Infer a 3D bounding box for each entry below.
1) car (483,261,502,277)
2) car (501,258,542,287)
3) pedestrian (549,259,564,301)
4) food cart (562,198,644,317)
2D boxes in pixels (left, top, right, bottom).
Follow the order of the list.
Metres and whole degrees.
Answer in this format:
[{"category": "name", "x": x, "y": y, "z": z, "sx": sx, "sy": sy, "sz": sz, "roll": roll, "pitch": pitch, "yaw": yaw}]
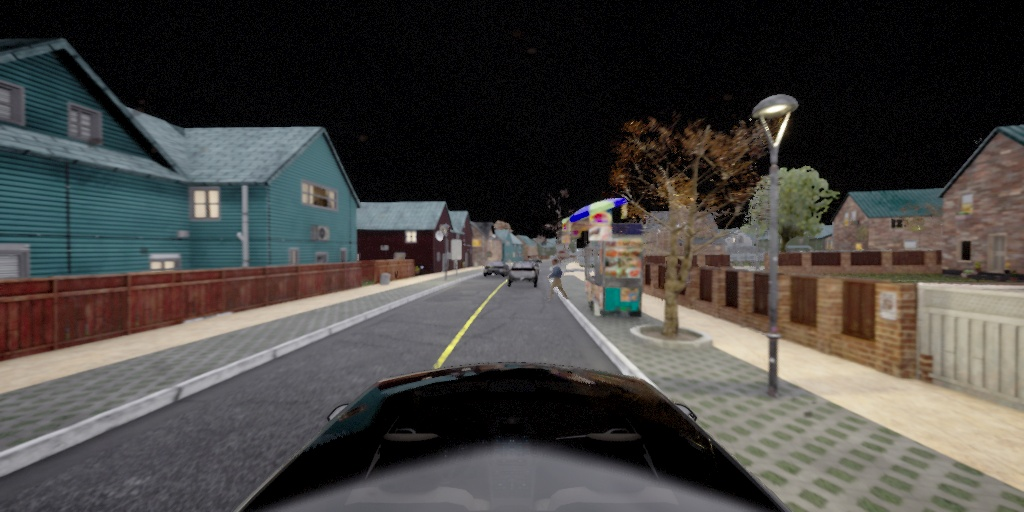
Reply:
[{"category": "car", "x": -1.358, "y": 1.113, "z": 32.005, "sx": 2.033, "sy": 1.411, "sz": 5.357, "roll": 0, "pitch": 0, "yaw": 4}, {"category": "car", "x": 0.780, "y": 1.115, "z": 23.480, "sx": 2.128, "sy": 1.511, "sz": 4.902, "roll": 0, "pitch": 0, "yaw": 5}, {"category": "pedestrian", "x": 1.805, "y": 0.971, "z": 14.605, "sx": 0.375, "sy": 1.860, "sz": 0.375, "roll": -1, "pitch": 1, "yaw": 3}, {"category": "food cart", "x": 3.187, "y": 0.160, "z": 12.127, "sx": 2.280, "sy": 3.560, "sz": 4.660, "roll": 0, "pitch": 0, "yaw": 2}]
